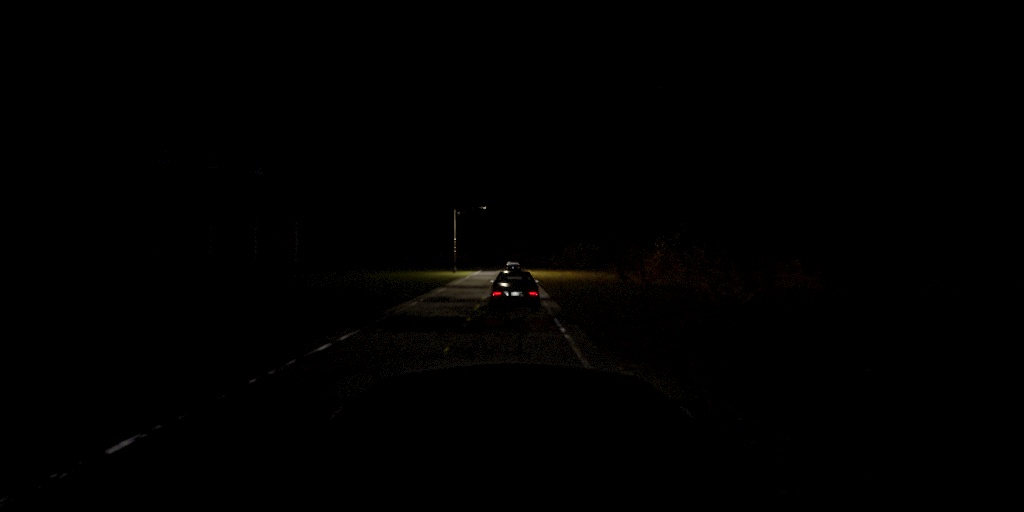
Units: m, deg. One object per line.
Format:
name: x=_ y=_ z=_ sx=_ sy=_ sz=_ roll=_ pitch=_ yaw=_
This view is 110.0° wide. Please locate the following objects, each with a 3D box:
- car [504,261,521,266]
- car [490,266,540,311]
car: x=0.100 y=1.289 z=40.687 sx=2.033 sy=1.411 sz=5.357 roll=0 pitch=0 yaw=0
car: x=0.102 y=1.301 z=14.403 sx=2.033 sy=1.411 sz=5.357 roll=0 pitch=0 yaw=0
